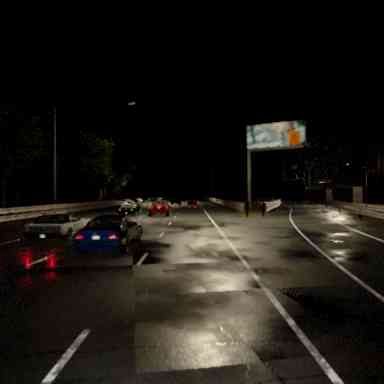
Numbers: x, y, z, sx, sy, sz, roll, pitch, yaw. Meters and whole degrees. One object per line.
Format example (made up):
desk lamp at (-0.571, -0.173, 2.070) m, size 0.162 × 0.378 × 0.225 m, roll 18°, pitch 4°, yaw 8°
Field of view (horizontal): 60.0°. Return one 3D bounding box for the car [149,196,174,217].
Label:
car at (-3.375, 1.668, 36.065) m, size 2.097 × 1.767 × 4.553 m, roll 0°, pitch 0°, yaw 0°

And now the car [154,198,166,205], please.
car at (-6.954, 2.080, 71.961) m, size 2.128 × 1.511 × 4.902 m, roll 0°, pitch 0°, yaw 0°

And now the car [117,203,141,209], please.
car at (-6.883, 1.922, 36.899) m, size 1.895 × 1.301 × 4.718 m, roll 0°, pitch 0°, yaw 0°

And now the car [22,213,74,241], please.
car at (-6.889, 1.768, 17.559) m, size 1.895 × 1.301 × 4.718 m, roll 0°, pitch 0°, yaw 0°

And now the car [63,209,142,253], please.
car at (-3.392, 1.685, 14.271) m, size 2.033 × 1.411 × 5.357 m, roll 0°, pitch -1°, yaw 0°

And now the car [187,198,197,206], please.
car at (0.066, 2.065, 69.468) m, size 1.812 × 1.442 × 4.674 m, roll 0°, pitch -1°, yaw 1°

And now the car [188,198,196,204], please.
car at (0.051, 2.134, 79.181) m, size 1.812 × 1.442 × 4.674 m, roll 0°, pitch 0°, yaw 0°

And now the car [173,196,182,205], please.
car at (-3.454, 1.773, 71.158) m, size 2.150 × 2.045 × 5.566 m, roll 0°, pitch 0°, yaw 0°
